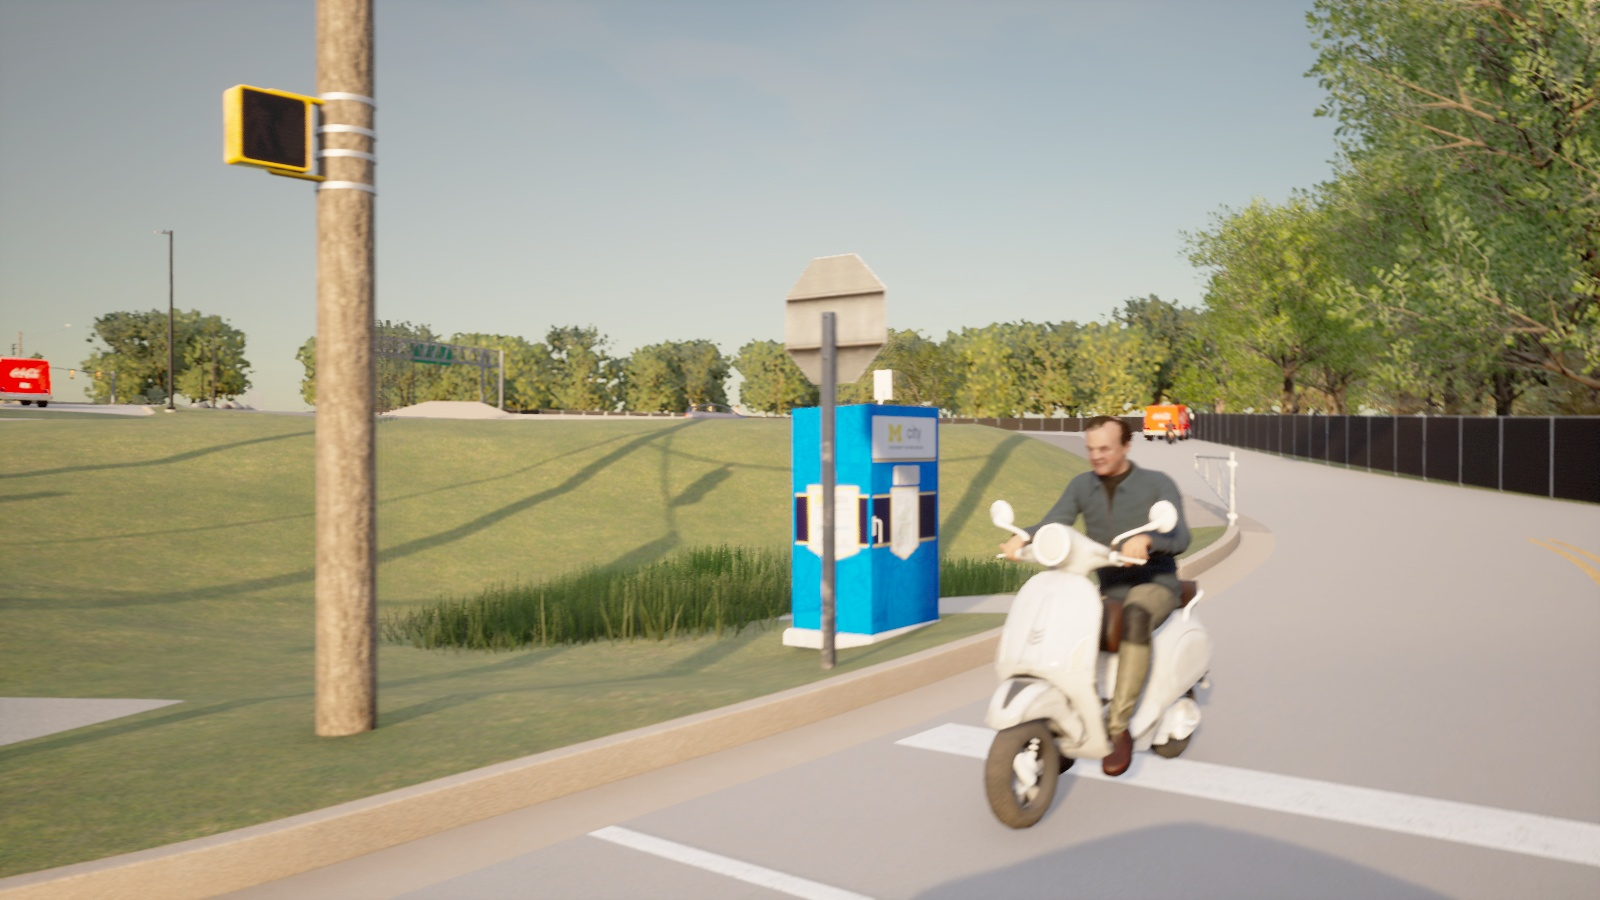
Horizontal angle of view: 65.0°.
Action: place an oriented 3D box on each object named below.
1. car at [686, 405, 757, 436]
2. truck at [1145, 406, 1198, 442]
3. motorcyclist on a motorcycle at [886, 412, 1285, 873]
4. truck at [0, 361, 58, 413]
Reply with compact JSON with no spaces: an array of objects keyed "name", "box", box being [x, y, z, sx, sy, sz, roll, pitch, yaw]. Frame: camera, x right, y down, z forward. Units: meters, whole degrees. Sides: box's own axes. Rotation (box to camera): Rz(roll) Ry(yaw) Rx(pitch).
[{"name":"car","box":[-4.191,-1.572,67.150,3.705,1.549,1.789,2,1,-3]},{"name":"truck","box":[26.147,-1.853,88.193,2.627,2.467,5.204,0,2,28]},{"name":"motorcyclist on a motorcycle","box":[1.269,0.649,5.294,0.866,1.590,1.817,0,1,41]},{"name":"truck","box":[-39.861,-3.266,63.790,2.627,2.467,5.204,1,3,-43]}]
